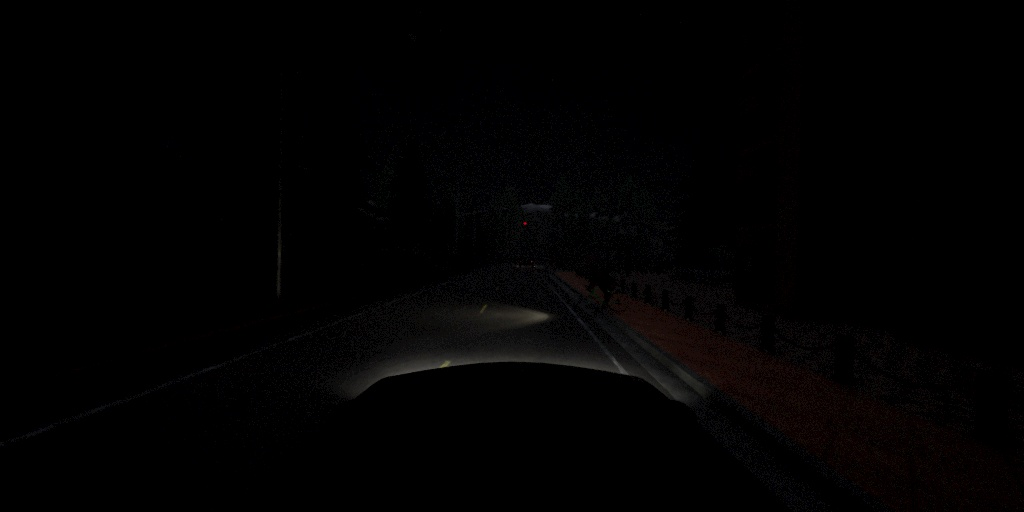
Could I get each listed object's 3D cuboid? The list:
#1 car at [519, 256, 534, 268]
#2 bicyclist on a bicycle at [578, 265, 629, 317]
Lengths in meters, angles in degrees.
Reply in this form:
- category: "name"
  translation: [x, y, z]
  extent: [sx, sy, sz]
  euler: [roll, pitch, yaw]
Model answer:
- category: "car"
  translation: [2.122, 0.784, 52.719]
  extent: [2.097, 1.767, 4.553]
  euler: [1, 0, 2]
- category: "bicyclist on a bicycle"
  translation: [2.886, 1.106, 11.589]
  extent: [1.656, 1.620, 0.582]
  euler: [-8, 0, 2]
